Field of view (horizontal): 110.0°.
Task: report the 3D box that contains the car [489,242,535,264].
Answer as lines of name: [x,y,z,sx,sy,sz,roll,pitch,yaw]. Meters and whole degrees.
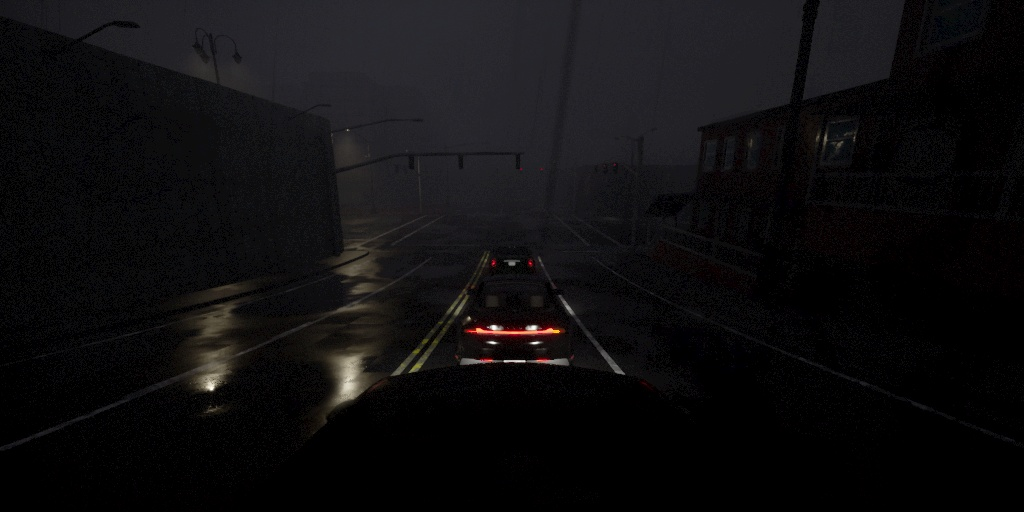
car: [0.007,0.085,17.463,2.097,1.767,4.553,0,7,0]

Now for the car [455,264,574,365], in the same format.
car: [0.050,1.121,7.213,1.837,1.490,4.892,0,2,0]

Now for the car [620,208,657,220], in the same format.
car: [16.254,-5.502,46.101,4.674,1.442,1.812,0,12,0]
